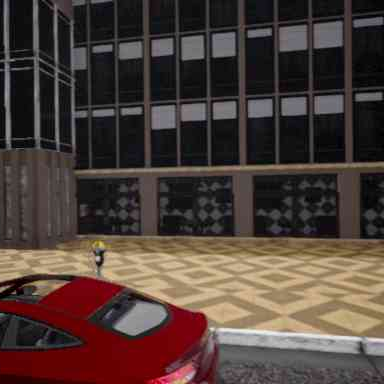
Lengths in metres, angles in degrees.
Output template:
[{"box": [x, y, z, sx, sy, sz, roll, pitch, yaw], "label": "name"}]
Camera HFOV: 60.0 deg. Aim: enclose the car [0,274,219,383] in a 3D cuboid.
[{"box": [-1.834, 1.577, 3.472, 4.206, 1.307, 1.802, -1, 0, 11], "label": "car"}]
